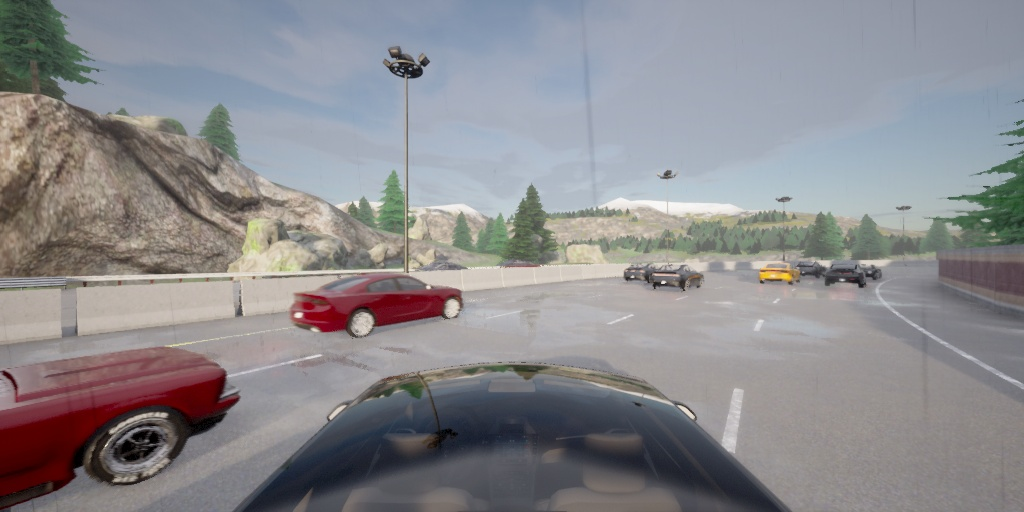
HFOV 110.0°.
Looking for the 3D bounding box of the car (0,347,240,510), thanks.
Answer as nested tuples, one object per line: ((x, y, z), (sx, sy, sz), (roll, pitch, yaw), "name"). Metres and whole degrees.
((-4.837, 1.350, 2.345), (1.895, 1.301, 4.718), (0, 0, 33), "car")

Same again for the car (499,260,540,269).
((1.139, 1.351, 42.765), (4.718, 1.301, 1.895), (0, 0, -44), "car")

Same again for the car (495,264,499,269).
((0.016, 1.241, 46.517), (4.902, 1.511, 2.128), (0, 0, -43), "car")

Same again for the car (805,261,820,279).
((27.658, 1.241, 33.234), (4.902, 1.511, 2.128), (0, 0, -39), "car")

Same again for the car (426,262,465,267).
((-5.297, 1.241, 25.583), (2.128, 1.511, 4.902), (0, 0, 40), "car")

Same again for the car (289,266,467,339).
((-3.545, 1.227, 10.366), (1.882, 1.535, 5.008), (0, 0, 35), "car")

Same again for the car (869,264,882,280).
((30.403, 1.351, 30.972), (4.718, 1.301, 1.895), (0, 0, -39), "car")

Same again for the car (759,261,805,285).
((19.726, 1.228, 26.350), (5.008, 1.535, 1.882), (0, 0, -44), "car")

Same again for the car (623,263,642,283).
((10.050, 1.243, 26.673), (2.128, 1.511, 4.902), (0, 0, 43), "car")

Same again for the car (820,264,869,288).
((22.471, 1.255, 24.131), (4.892, 1.490, 1.837), (0, 0, -43), "car")

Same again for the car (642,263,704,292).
((9.964, 1.242, 21.465), (2.128, 1.511, 4.902), (0, 0, 42), "car")
